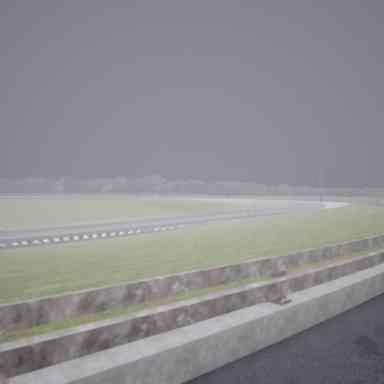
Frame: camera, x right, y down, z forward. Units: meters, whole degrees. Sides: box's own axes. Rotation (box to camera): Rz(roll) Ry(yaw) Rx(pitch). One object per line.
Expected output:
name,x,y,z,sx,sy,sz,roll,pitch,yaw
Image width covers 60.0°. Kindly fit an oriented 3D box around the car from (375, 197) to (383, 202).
car,42.266,1.874,73.472,1.994,1.385,4.181,0,0,5
